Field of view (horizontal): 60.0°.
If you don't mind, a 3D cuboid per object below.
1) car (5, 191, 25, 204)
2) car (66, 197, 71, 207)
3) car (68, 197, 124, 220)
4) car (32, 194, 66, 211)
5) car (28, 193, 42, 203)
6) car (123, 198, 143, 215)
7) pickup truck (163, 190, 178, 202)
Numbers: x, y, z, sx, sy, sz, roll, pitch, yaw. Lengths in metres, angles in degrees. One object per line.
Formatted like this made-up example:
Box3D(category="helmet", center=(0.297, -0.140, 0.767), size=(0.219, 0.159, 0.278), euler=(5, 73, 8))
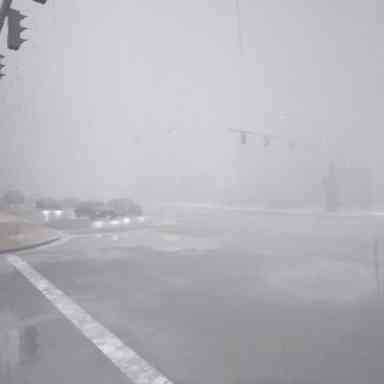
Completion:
Box3D(category="car", center=(-28.007, 0.803, 52.484), size=(2.150, 2.045, 5.566), euler=(0, 0, -38))
Box3D(category="car", center=(-14.655, 1.316, 40.934), size=(1.895, 1.301, 4.718), euler=(0, 0, -38))
Box3D(category="car", center=(-7.718, 1.370, 26.364), size=(2.033, 1.411, 5.357), euler=(0, 0, -38))
Box3D(category="car", center=(-15.919, 1.295, 36.864), size=(1.994, 1.385, 4.181), euler=(0, 0, -38))
Box3D(category="car", center=(-25.369, 0.959, 54.796), size=(2.097, 1.767, 4.553), euler=(0, 0, -38))
Box3D(category="car", center=(-6.245, 1.313, 30.165), size=(1.837, 1.490, 4.892), euler=(0, 0, -38))
Box3D(category="pickup truck", center=(-4.017, 0.714, 60.152), size=(2.390, 2.098, 6.274), euler=(0, 0, -7))
